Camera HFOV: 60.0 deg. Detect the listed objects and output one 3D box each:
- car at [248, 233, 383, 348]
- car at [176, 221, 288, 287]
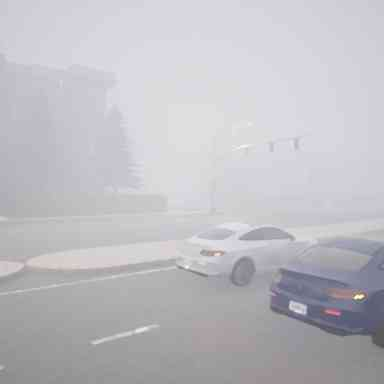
[{"bbox_3d":[3.416,1.544,6.239,4.674,1.442,1.812,0,0,-36],"label":"car"},{"bbox_3d":[1.745,1.544,9.356,4.674,1.442,1.812,0,0,-36],"label":"car"}]
